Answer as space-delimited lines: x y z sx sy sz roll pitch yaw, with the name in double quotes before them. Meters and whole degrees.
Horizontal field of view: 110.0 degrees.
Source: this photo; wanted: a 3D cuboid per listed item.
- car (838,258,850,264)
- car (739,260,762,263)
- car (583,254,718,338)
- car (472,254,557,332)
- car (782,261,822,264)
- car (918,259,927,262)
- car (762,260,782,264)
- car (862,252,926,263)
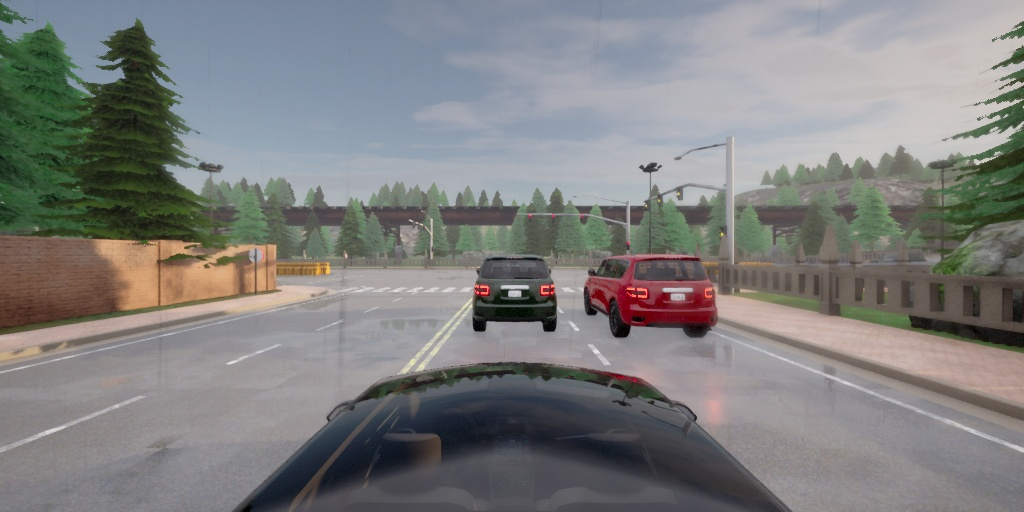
"car" 41.762 1.081 45.505 4.902 1.511 2.128 -2 0 0
"car" 25.834 1.241 42.051 4.902 1.511 2.128 0 0 0
"car" 3.571 0.971 10.344 2.150 2.045 5.566 0 0 0
"car" 0.071 0.971 11.021 2.150 2.045 5.566 0 0 0
"car" 34.747 1.302 42.021 4.181 1.385 1.994 0 0 0
"car" 39.006 1.202 31.324 4.674 1.442 1.812 -1 0 0
"car" 31.383 1.297 45.541 5.357 1.411 2.033 0 0 0
"car" 45.143 0.669 42.006 5.566 2.045 2.150 -3 0 -1
